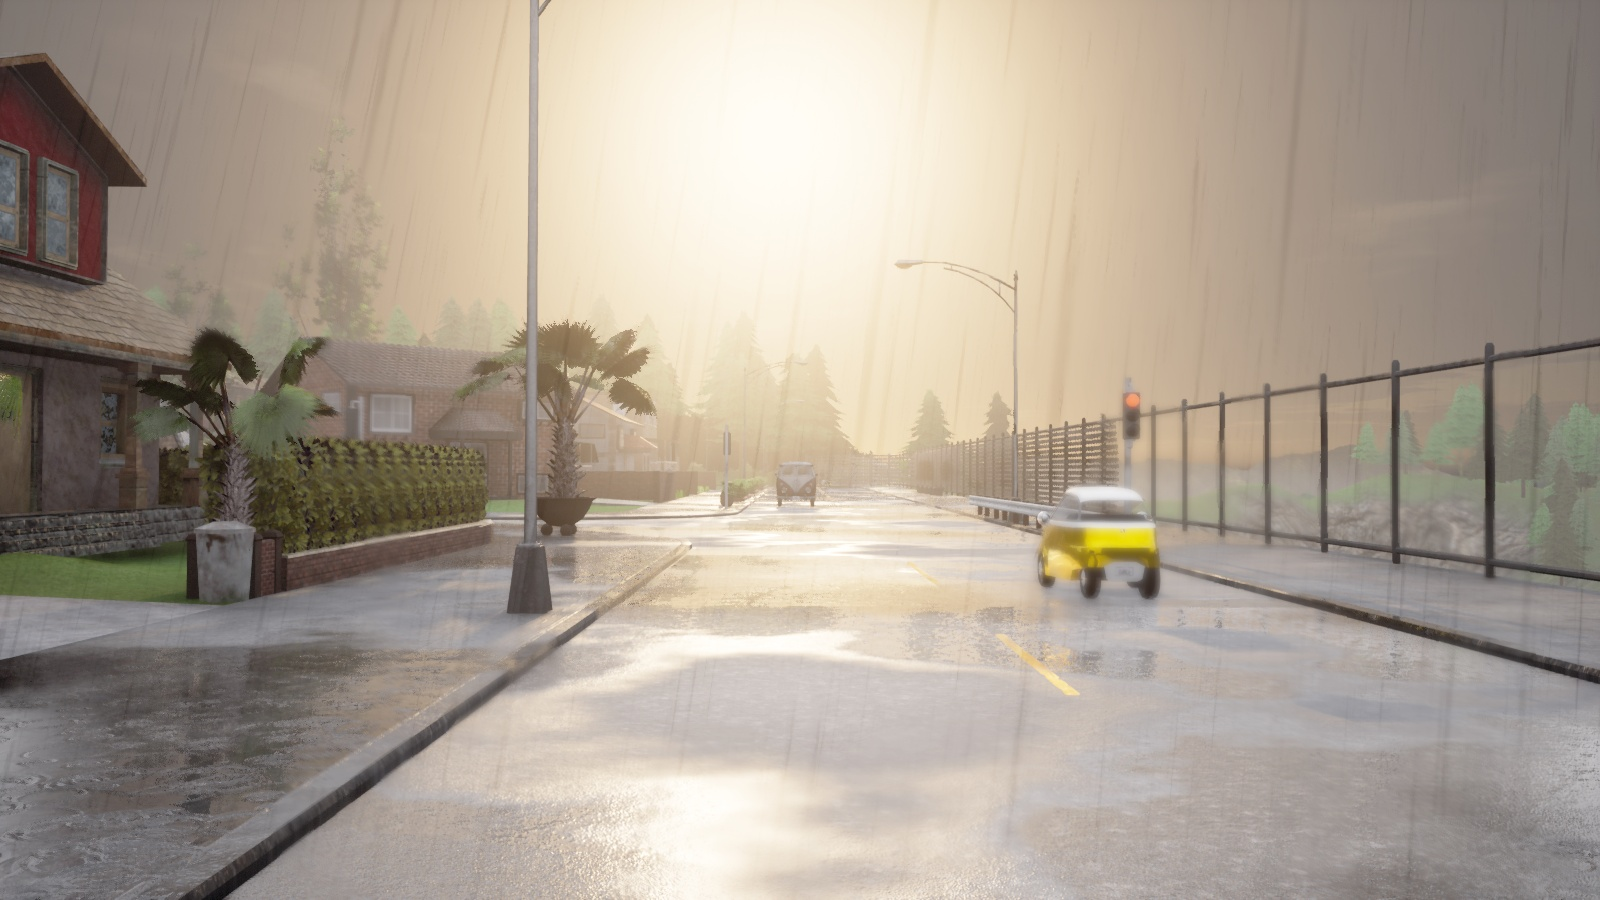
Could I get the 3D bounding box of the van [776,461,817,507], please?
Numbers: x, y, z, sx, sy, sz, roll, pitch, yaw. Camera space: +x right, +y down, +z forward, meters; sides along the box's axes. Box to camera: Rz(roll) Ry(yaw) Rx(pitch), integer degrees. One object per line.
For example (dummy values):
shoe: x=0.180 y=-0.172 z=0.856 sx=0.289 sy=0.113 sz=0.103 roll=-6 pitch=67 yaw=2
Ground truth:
van: x=-0.157 y=1.509 z=56.159 sx=1.775 sy=1.987 sz=4.442 roll=0 pitch=-1 yaw=0

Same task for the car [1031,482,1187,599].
car: x=3.959 y=1.128 z=16.375 sx=1.481 sy=1.376 sz=2.207 roll=0 pitch=-1 yaw=0
